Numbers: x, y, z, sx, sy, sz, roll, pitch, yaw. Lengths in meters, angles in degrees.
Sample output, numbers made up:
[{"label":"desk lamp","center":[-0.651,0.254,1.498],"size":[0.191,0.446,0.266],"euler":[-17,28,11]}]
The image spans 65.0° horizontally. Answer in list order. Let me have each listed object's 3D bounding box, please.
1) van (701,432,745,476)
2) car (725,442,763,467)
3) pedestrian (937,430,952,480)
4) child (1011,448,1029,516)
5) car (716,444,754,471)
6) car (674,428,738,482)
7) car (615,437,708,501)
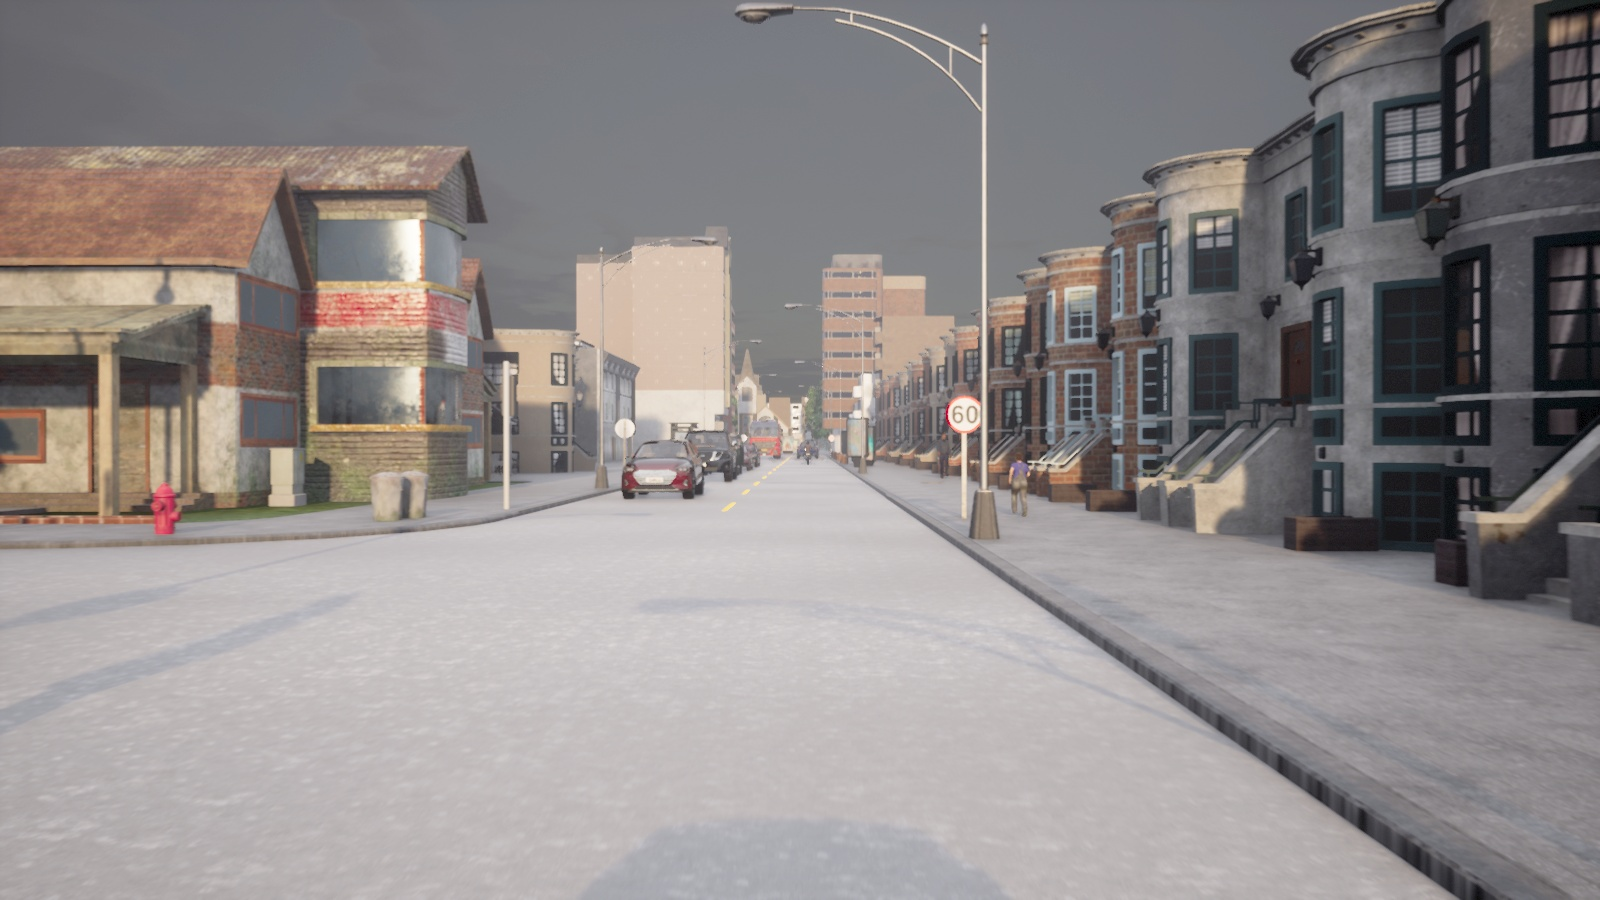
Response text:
[{"label":"van","center":[-3.622,0.159,59.430],"size":[1.775,1.987,4.442],"euler":[0,0,0]},{"label":"car","center":[-3.495,0.250,79.128],"size":[2.128,1.511,4.902],"euler":[0,0,0]},{"label":"pedestrian","center":[5.626,0.183,48.834],"size":[0.423,1.949,0.788],"euler":[0,0,-4]},{"label":"child","center":[4.181,0.604,23.900],"size":[0.270,1.263,0.437],"euler":[0,0,1]},{"label":"car","center":[-3.564,0.376,69.224],"size":[1.812,1.442,4.674],"euler":[0,0,0]},{"label":"car","center":[-3.683,0.178,50.135],"size":[2.150,2.045,5.566],"euler":[0,0,0]},{"label":"car","center":[-3.774,0.474,35.070],"size":[2.033,1.649,4.856],"euler":[0,0,1]}]
